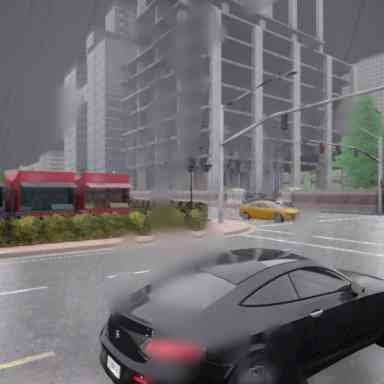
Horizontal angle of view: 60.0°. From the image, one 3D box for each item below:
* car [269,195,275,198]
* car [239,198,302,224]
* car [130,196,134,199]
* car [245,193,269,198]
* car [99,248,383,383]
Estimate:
[{"bbox_3d":[13.213,1.114,59.368,1.905,1.878,3.866,0,0,-36],"label":"car"},{"bbox_3d":[5.656,1.424,24.497,1.882,1.535,5.008,0,0,-36],"label":"car"},{"bbox_3d":[-8.563,1.296,44.054,2.097,1.767,4.553,0,0,-36],"label":"car"},{"bbox_3d":[10.824,1.114,57.652,1.905,1.878,3.866,0,0,-36],"label":"car"},{"bbox_3d":[1.114,1.526,4.580,4.674,1.442,1.812,0,0,-35],"label":"car"}]
